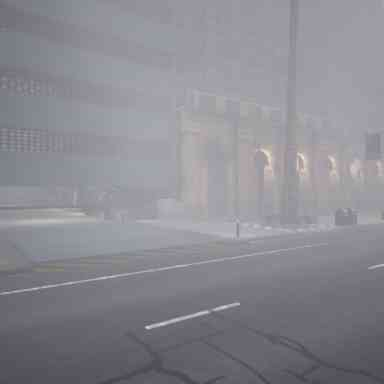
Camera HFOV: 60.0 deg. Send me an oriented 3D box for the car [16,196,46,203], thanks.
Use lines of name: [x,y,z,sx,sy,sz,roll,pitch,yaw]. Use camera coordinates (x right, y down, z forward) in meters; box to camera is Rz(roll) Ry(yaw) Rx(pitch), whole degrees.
car: [-34.195,1.540,70.694,5.357,1.411,2.033,0,0,-35]

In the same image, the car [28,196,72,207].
car: [-18.528,1.463,43.891,4.718,1.301,1.895,0,0,-36]

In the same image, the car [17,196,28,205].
car: [-24.934,1.413,53.572,4.786,1.482,2.161,0,0,-36]

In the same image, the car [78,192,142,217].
car: [-7.097,1.028,29.324,5.566,2.045,2.435,0,0,-36]
